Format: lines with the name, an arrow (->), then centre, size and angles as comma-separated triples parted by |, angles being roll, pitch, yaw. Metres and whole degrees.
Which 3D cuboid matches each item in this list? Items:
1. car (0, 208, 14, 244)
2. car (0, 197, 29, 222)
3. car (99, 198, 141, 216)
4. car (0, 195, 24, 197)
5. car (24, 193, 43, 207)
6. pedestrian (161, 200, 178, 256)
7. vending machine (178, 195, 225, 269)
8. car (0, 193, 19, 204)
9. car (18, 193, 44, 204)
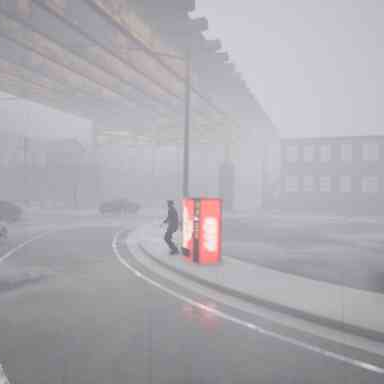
car -> -7.965, 1.416, 11.529 | 1.895, 1.301, 4.718 | 1, 0, -15
car -> -12.499, 1.245, 20.674 | 1.812, 1.442, 4.674 | 1, 0, 3
car -> -6.393, 1.257, 30.170 | 1.882, 1.535, 5.008 | 1, 0, 19
car -> -22.661, 0.900, 38.229 | 4.974, 1.542, 2.038 | 1, 0, -8
car -> -19.575, 0.950, 40.326 | 2.038, 1.542, 4.974 | 1, 0, -38
pedestrian -> -0.649, 1.099, 10.570 | 0.375, 1.860, 0.375 | 1, 0, -25
vending machine -> 0.287, 1.170, 10.185 | 1.100, 2.100, 0.880 | 1, 0, -28
car -> -22.709, 0.741, 38.220 | 4.536, 1.218, 1.853 | 1, 0, -8
car -> -19.604, 0.792, 40.366 | 1.853, 1.218, 4.536 | 1, 0, -38
